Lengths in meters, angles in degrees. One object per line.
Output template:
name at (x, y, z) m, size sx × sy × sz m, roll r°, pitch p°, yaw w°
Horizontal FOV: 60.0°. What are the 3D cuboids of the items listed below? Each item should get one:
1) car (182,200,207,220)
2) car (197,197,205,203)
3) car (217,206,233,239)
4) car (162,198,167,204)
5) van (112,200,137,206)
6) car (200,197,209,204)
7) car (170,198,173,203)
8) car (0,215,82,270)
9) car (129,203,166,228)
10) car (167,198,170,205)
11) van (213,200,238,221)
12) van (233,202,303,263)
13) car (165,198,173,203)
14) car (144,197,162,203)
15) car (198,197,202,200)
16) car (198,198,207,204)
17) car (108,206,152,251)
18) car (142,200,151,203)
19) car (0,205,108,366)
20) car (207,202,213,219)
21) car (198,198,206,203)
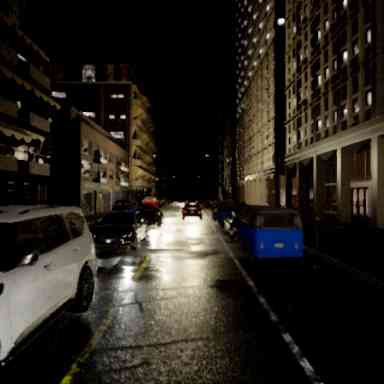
car at (0.031, 1.763, 30.653) m, size 2.033 × 1.411 × 5.357 m, roll 0°, pitch 0°, yaw 0°
car at (2.503, 2.118, 91.138) m, size 1.967 × 1.590 × 4.097 m, roll 0°, pitch 0°, yaw 0°
car at (2.658, 1.672, 17.708) m, size 2.008 × 1.369 × 4.403 m, roll 0°, pitch 0°, yaw 0°
car at (-5.805, 1.984, 57.230) m, size 1.947 × 1.339 × 4.313 m, roll 0°, pitch 0°, yaw 0°
van at (-5.746, 1.550, 28.989) m, size 1.690 × 1.788 × 3.998 m, roll 0°, pitch 0°, yaw 0°
car at (2.551, 2.079, 68.544) m, size 1.802 × 1.307 × 4.206 m, roll 0°, pitch 0°, yaw 0°
car at (-5.841, 2.073, 74.005) m, size 1.752 × 1.417 × 4.829 m, roll 0°, pitch 0°, yaw 0°
car at (-5.710, 1.640, 12.043) m, size 2.008 × 1.369 × 4.403 m, roll 0°, pitch 0°, yaw 0°
car at (-3.045, 1.733, 23.625) m, size 1.994 × 1.385 × 4.181 m, roll 0°, pitch 0°, yaw 0°
car at (-5.817, 2.012, 62.878) m, size 2.008 × 1.369 × 4.403 m, roll 0°, pitch 0°, yaw 0°
van at (2.647, 1.502, 23.358) m, size 1.690 × 1.788 × 3.998 m, roll 0°, pitch 0°, yaw 0°
van at (2.670, 1.423, 12.061) m, size 1.690 × 1.788 × 3.998 m, roll 0°, pitch 0°, yaw 0°
car at (-5.865, 2.185, 85.472) m, size 1.887 × 1.381 × 4.507 m, roll 0°, pitch 0°, yaw 0°
car at (-5.782, 1.649, 45.935) m, size 2.192 × 1.841 × 5.009 m, roll 0°, pitch 0°, yaw 0°
car at (0.008, 1.829, 45.221) m, size 1.837 × 1.490 × 4.892 m, roll 0°, pitch 0°, yaw 0°
car at (2.528, 2.152, 79.840) m, size 1.947 × 1.339 × 4.313 m, roll 0°, pitch 0°, yaw 0°
car at (-3.120, 1.611, 14.824) m, size 1.837 × 1.490 × 4.892 m, roll 0°, pitch 0°, yaw 0°
car at (-5.758, 1.832, 34.636) m, size 1.802 × 1.307 × 4.206 m, roll 0°, pitch 0°, yaw 0°
car at (-3.100, 1.259, 4.902) m, size 2.150 × 2.045 × 5.566 m, roll 0°, pitch 0°, yaw 1°
car at (2.634, 1.767, 29.005) m, size 1.947 × 1.339 × 4.313 m, roll 0°, pitch 0°, yaw 0°
car at (2.515, 2.214, 85.490) m, size 1.802 × 1.307 × 4.206 m, roll 0°, pitch 0°, yaw 0°
